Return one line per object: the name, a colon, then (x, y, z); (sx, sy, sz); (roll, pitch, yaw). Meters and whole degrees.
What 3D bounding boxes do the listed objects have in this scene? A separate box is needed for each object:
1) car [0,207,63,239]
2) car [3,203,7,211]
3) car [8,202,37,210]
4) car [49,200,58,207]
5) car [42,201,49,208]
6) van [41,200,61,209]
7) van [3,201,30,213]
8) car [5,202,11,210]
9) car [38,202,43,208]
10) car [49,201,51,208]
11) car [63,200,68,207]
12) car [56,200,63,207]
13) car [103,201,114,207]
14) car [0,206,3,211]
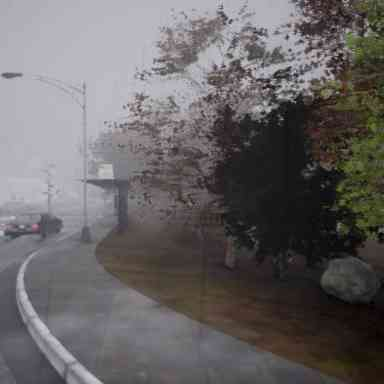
car: (-9.062, 1.864, 19.442); (2.033, 1.411, 5.357); (-1, -1, -9)
car: (-30.826, 2.781, 49.796); (4.792, 1.488, 2.163); (-1, -1, -29)
car: (-25.864, 2.741, 51.062); (1.837, 1.490, 4.892); (-1, -2, -9)
car: (-35.305, 3.418, 79.310); (4.674, 1.452, 2.002); (-1, 0, -29)
car: (-33.797, 3.230, 70.554); (5.366, 1.575, 1.946); (-1, -1, -29)
van: (-36.118, 3.226, 85.273); (4.442, 1.987, 1.878); (-1, -1, -29)
van: (-32.511, 2.827, 61.680); (4.442, 1.987, 1.878); (-1, -2, -29)
car: (-31.091, 2.824, 52.853); (5.366, 1.575, 1.946); (-1, -2, -29)
car: (-33.529, 3.212, 67.490); (4.792, 1.488, 2.163); (-1, -1, -29)
car: (-34.382, 3.318, 73.425); (4.792, 1.488, 2.163); (-1, -1, -29)
car: (-36.647, 3.237, 88.179); (5.566, 2.045, 2.435); (-1, -1, -29)
car: (-35.791, 3.168, 82.244); (5.566, 2.045, 2.435); (-1, 0, -29)
car: (-22.821, 3.343, 89.322); (2.128, 1.511, 4.902); (-1, -1, -9)
car: (-30.191, 2.666, 46.957); (5.366, 1.575, 1.946); (-1, -2, -29)
